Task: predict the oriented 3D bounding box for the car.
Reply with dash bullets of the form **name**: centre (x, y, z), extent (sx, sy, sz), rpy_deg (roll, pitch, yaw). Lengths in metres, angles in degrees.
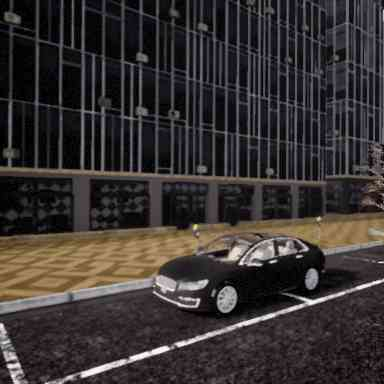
- **car**: centre (1.245, 1.610, 7.491), extent (4.403, 1.369, 2.008), rpy_deg (1, 0, -36)
